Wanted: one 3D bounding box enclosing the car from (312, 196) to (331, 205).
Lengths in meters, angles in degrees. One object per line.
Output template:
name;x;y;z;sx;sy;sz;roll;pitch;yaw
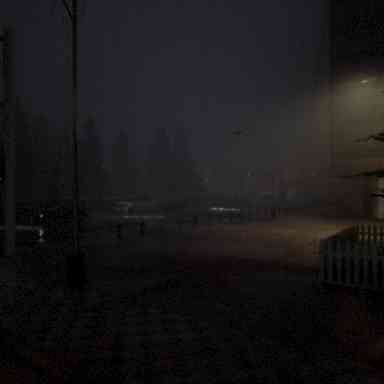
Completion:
car;23.815;1.450;61.263;2.097;1.767;4.553;0;1;42

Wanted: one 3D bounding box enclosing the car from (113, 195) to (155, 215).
car;-6.320;1.428;37.661;2.150;2.045;5.566;-1;1;36

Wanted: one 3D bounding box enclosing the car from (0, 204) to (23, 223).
car;-14.906;1.718;25.647;1.837;1.490;4.892;-1;0;36

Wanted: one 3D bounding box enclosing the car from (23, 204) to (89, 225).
car;-10.282;1.711;26.062;1.812;1.442;4.674;-1;0;35

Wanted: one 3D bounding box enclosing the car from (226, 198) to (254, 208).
car;7.785;1.677;51.219;2.128;1.511;4.902;-1;0;36

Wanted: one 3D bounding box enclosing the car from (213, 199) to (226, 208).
car;5.465;1.767;53.975;2.033;1.411;5.357;-1;0;36

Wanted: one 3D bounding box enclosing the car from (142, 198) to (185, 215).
car;-2.781;1.663;36.585;1.882;1.535;5.008;-1;0;36
